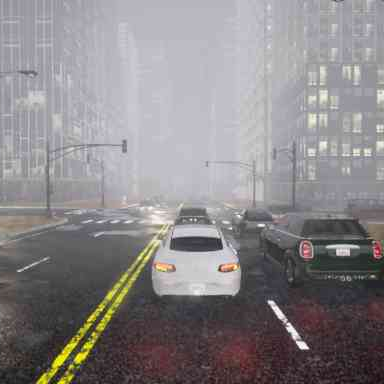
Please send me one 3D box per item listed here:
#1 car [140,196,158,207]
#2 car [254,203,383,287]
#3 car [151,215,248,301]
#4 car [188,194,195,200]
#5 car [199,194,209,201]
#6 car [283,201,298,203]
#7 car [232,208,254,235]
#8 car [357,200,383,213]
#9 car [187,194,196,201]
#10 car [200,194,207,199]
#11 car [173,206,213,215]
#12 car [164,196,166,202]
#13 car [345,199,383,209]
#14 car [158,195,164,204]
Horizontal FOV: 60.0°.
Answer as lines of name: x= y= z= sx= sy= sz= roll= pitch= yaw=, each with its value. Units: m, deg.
car: x=-6.718 y=1.528 z=50.776 sx=1.994 sy=1.385 sz=4.181 roll=0 pitch=0 yaw=0
car: x=3.327 y=1.348 z=9.460 sx=2.097 sy=1.767 sz=4.553 roll=0 pitch=0 yaw=0
car: x=0.081 y=1.522 z=8.184 sx=1.812 sy=1.442 sz=4.674 roll=0 pitch=0 yaw=0
car: x=-0.228 y=1.220 z=90.766 sx=1.882 sy=1.535 sz=5.008 roll=0 pitch=0 yaw=0
car: x=3.049 y=1.396 z=80.356 sx=1.882 sy=1.535 sz=5.008 roll=0 pitch=0 yaw=0
car: x=10.096 y=1.660 z=35.333 sx=4.718 sy=1.301 sz=1.895 roll=0 pitch=1 yaw=-1
car: x=3.304 y=1.555 z=17.846 sx=1.994 sy=1.385 sz=4.181 roll=0 pitch=0 yaw=0
car: x=21.715 y=1.642 z=37.900 sx=4.829 sy=1.417 sz=1.752 roll=1 pitch=0 yaw=1
car: x=-0.201 y=1.418 z=80.348 sx=1.837 sy=1.490 sz=4.892 roll=0 pitch=0 yaw=0
car: x=3.022 y=1.266 z=90.773 sx=1.812 sy=1.442 sz=4.674 roll=0 pitch=0 yaw=0
car: x=0.056 y=1.495 z=17.432 sx=1.837 sy=1.490 sz=4.892 roll=0 pitch=0 yaw=0
car: x=-6.681 y=1.416 z=71.475 sx=1.882 sy=1.535 sz=5.008 roll=0 pitch=0 yaw=0
car: x=16.127 y=1.519 z=29.599 sx=5.009 sy=1.841 sz=2.192 roll=1 pitch=0 yaw=1
car: x=-6.722 y=1.429 z=61.100 sx=1.882 sy=1.535 sz=5.008 roll=0 pitch=0 yaw=1
